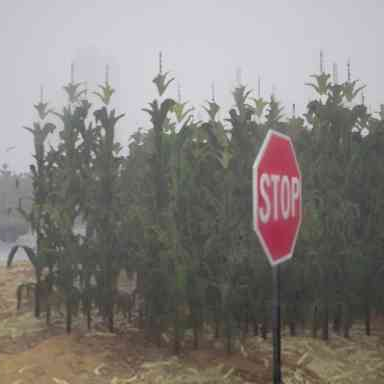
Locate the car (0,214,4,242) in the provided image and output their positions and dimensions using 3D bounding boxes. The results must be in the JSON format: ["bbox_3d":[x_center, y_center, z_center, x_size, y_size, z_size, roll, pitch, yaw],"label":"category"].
[{"bbox_3d":[-9.738,1.632,14.611,1.812,1.442,4.674,-1,0,35],"label":"car"}]
